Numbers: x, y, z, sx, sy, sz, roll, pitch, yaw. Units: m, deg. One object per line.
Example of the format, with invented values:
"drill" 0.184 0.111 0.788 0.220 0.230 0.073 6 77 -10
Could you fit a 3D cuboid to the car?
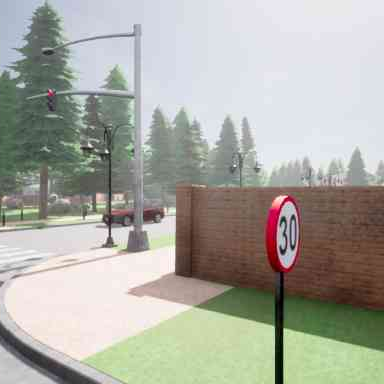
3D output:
"car" -3.991 1.464 23.142 1.882 1.535 5.008 0 0 35
